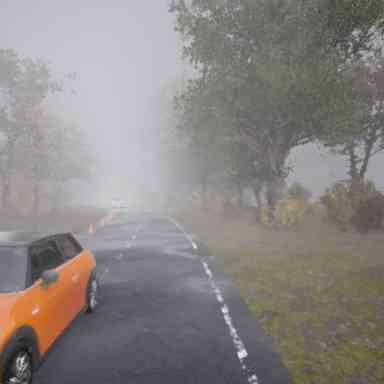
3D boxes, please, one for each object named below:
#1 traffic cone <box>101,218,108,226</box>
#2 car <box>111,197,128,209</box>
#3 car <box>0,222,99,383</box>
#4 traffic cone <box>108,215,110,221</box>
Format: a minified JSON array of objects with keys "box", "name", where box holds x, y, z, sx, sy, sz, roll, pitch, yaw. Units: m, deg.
[{"box":[-6.728,2.283,24.988,0.340,0.580,0.340,0,-1,-8],"name":"traffic cone"},{"box":[-13.021,1.988,59.602,2.150,2.045,5.566,0,-1,-25],"name":"car"},{"box":[-2.846,1.418,4.748,2.097,1.767,4.553,0,-1,-2],"name":"car"},{"box":[-7.475,2.344,29.861,0.340,0.580,0.340,0,-1,-9],"name":"traffic cone"}]
